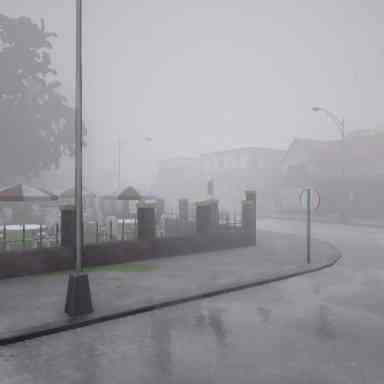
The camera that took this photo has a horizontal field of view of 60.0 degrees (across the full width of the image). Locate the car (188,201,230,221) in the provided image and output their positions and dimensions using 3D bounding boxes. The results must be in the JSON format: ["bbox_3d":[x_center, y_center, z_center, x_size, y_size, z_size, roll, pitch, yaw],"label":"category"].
[{"bbox_3d":[0.960,1.505,26.187,1.837,1.490,4.892,0,0,-36],"label":"car"}]

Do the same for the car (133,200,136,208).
[{"bbox_3d":[-10.009,1.478,48.739,1.882,1.535,5.008,0,0,-35],"label":"car"}]

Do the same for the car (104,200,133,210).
[{"bbox_3d":[-9.518,1.352,40.866,2.097,1.767,4.553,0,0,-35],"label":"car"}]
